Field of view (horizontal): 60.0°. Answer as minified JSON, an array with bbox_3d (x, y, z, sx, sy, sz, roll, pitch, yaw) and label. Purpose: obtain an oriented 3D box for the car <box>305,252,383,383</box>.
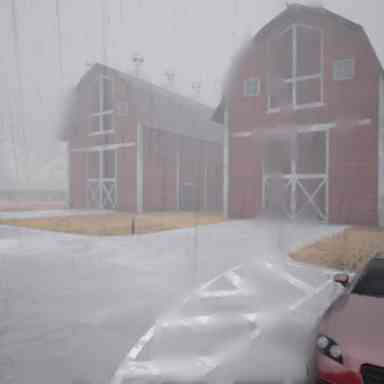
[{"bbox_3d":[2.934,1.551,4.305,1.994,1.381,4.181,0,0,35],"label":"car"}]
